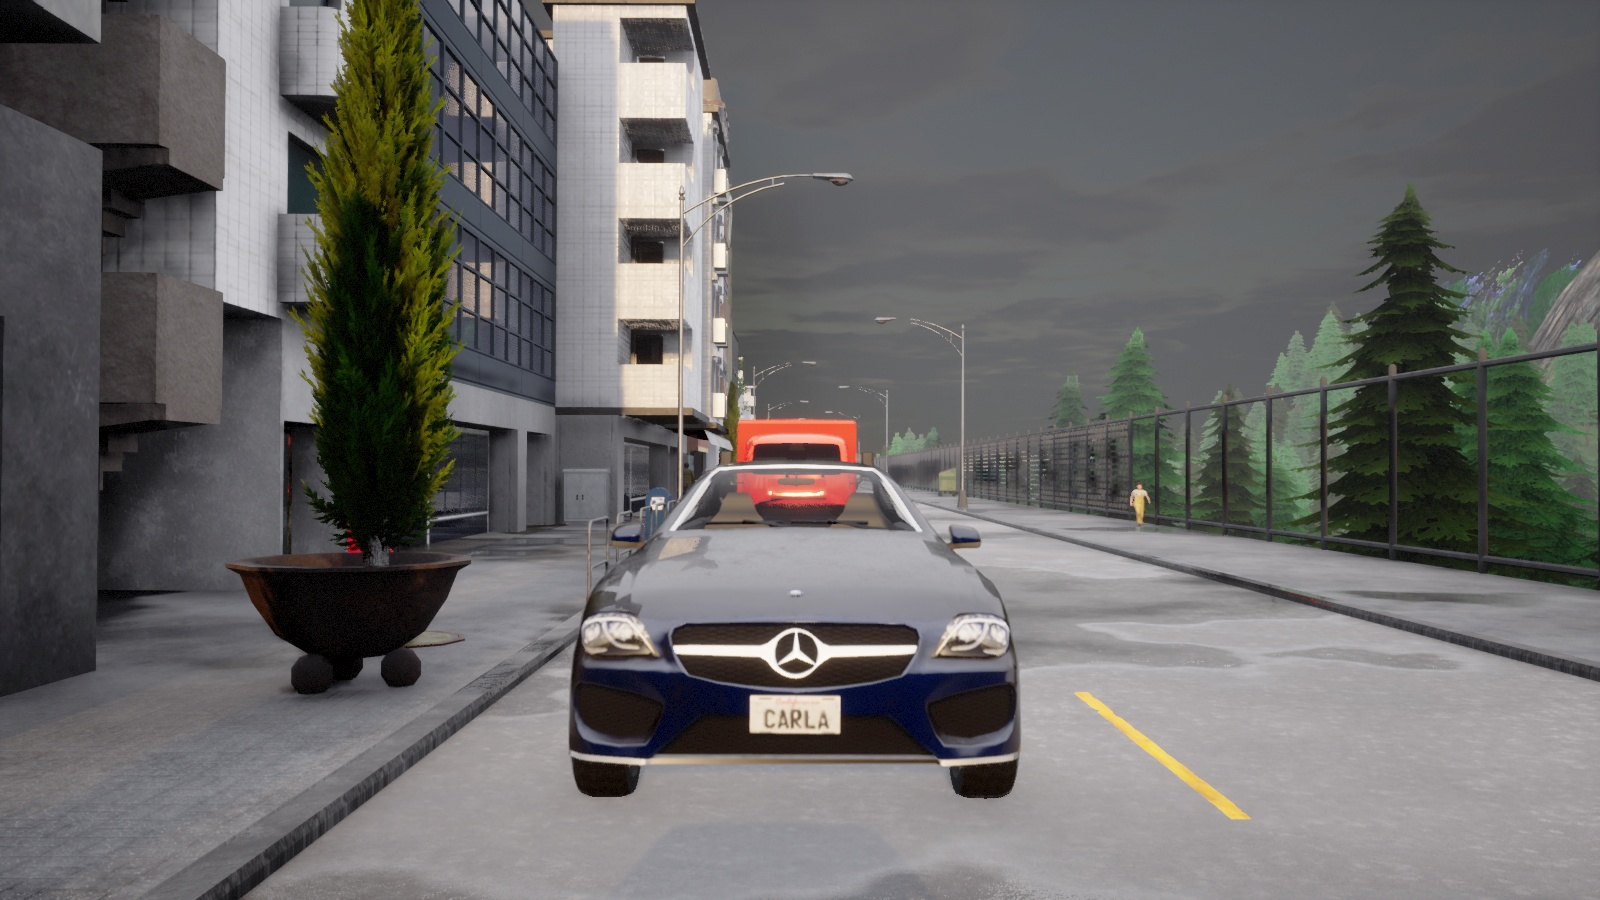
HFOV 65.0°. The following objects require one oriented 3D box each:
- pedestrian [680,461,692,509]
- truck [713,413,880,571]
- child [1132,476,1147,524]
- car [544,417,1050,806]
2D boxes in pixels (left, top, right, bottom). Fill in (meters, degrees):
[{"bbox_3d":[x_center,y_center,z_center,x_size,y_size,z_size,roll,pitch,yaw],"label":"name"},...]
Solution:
[{"bbox_3d":[-4.412,1.357,48.624,0.370,1.835,0.726,0,-1,0],"label":"pedestrian"},{"bbox_3d":[-0.057,0.703,22.400,2.627,2.467,5.204,0,-1,0],"label":"truck"},{"bbox_3d":[9.012,1.327,33.349,0.270,1.263,0.437,0,-1,2],"label":"child"},{"bbox_3d":[-0.020,0.725,7.872,2.152,1.651,5.027,0,-1,0],"label":"car"}]
